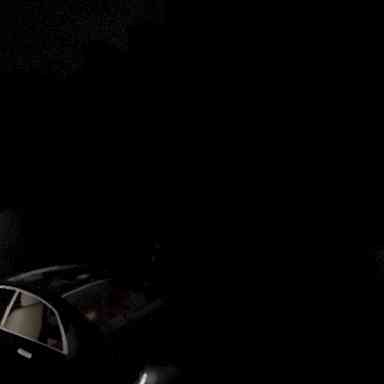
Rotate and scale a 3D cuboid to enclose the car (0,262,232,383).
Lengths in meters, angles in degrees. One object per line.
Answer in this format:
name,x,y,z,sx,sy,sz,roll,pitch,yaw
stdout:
car,-1.673,1.557,3.961,4.403,1.369,2.008,0,1,35
